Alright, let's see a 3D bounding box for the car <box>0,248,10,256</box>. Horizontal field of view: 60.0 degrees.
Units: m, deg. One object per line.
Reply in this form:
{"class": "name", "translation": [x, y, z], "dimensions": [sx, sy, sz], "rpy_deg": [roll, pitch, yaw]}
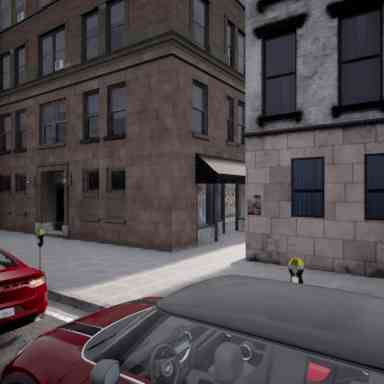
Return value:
{"class": "car", "translation": [-4.401, 1.545, 5.895], "dimensions": [4.507, 1.381, 1.887], "rpy_deg": [0, 0, 35]}

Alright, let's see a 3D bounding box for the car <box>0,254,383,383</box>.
{"class": "car", "translation": [0.248, 1.440, 2.628], "dimensions": [4.097, 1.590, 1.967], "rpy_deg": [0, 0, 35]}
